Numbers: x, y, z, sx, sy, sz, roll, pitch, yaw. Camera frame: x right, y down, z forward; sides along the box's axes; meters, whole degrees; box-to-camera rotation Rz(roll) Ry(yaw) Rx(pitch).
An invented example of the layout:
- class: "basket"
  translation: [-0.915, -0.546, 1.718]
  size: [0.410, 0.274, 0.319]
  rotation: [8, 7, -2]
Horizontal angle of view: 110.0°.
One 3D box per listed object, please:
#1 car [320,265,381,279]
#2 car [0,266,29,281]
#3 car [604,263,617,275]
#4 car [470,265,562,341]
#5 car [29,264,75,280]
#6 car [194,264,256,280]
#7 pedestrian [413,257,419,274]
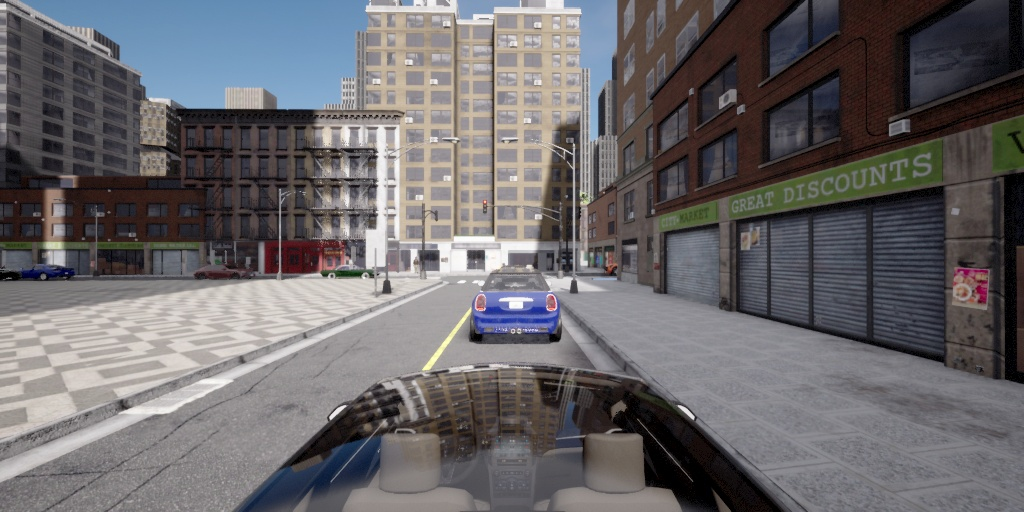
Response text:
- class: "car"
  translation: [-14.282, 1.443, 31.980]
  size: [4.718, 1.301, 1.895]
  rotation: [0, 0, -1]
- class: "car"
  translation: [-46.472, 1.401, 31.549]
  size: [4.553, 1.767, 2.097]
  rotation: [0, 0, 0]
- class: "car"
  translation: [11.492, 0.979, 35.580]
  size: [4.553, 1.767, 2.097]
  rotation: [-1, 0, -1]
- class: "car"
  translation: [0.082, 1.101, 10.017]
  size: [2.097, 1.767, 4.553]
  rotation: [0, 0, 0]
- class: "car"
  translation: [-45.544, 1.531, 34.654]
  size: [5.008, 1.535, 1.882]
  rotation: [0, 0, -1]
- class: "car"
  translation: [-25.471, 1.448, 31.826]
  size: [4.674, 1.442, 1.812]
  rotation: [0, 0, -2]
- class: "pedestrian"
  translation: [-10.260, 0.970, 38.280]
  size: [0.375, 1.860, 0.375]
  rotation: [0, 0, -1]
